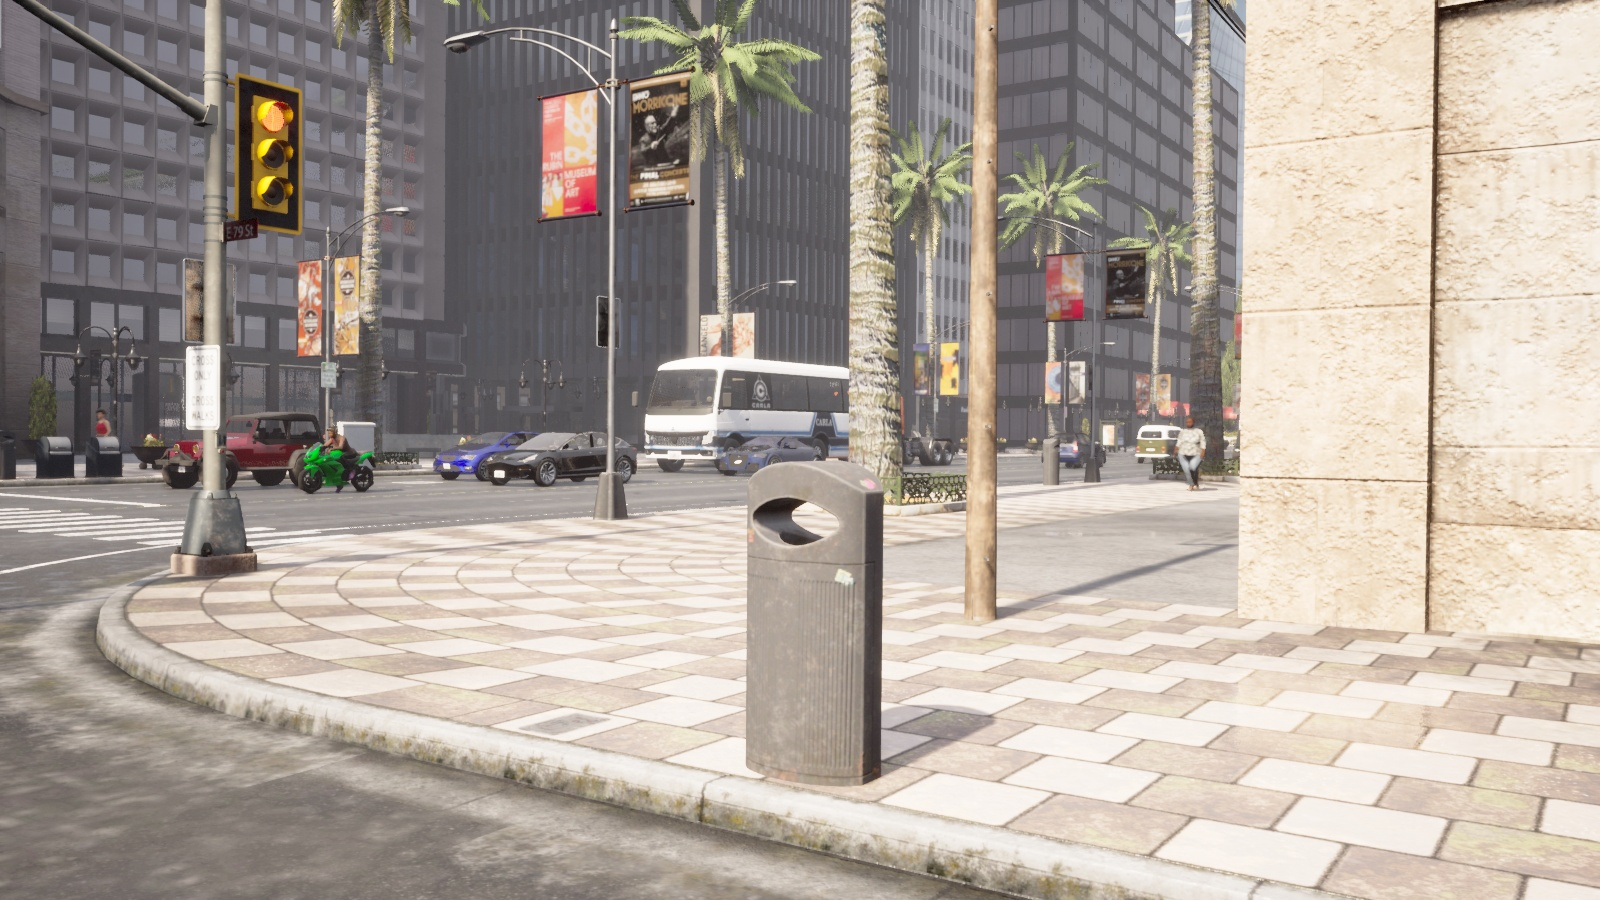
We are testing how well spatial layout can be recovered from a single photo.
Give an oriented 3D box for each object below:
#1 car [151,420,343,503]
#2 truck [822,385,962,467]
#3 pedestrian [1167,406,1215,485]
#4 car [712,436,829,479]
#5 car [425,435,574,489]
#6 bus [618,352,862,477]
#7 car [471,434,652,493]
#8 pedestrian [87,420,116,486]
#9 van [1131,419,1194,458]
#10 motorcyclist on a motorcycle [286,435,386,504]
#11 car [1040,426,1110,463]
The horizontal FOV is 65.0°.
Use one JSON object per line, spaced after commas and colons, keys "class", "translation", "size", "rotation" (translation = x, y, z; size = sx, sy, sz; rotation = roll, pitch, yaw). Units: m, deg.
{"class": "car", "translation": [-13.428, 0.230, 30.680], "size": [1.905, 1.878, 3.866], "rotation": [0, 1, 34]}
{"class": "truck", "translation": [4.364, -1.074, 57.412], "size": [2.891, 3.462, 7.936], "rotation": [0, 1, 33]}
{"class": "pedestrian", "translation": [9.345, -0.106, 30.001], "size": [0.874, 1.855, 0.900], "rotation": [0, 1, 33]}
{"class": "car", "translation": [-0.953, 0.215, 43.117], "size": [1.994, 1.385, 4.181], "rotation": [0, 1, 33]}
{"class": "car", "translation": [-8.902, 0.314, 37.493], "size": [1.816, 1.474, 4.193], "rotation": [0, 1, 34]}
{"class": "bus", "translation": [-1.975, -1.281, 47.871], "size": [3.944, 4.253, 10.273], "rotation": [0, 1, 34]}
{"class": "car", "translation": [-6.506, 0.315, 34.783], "size": [2.163, 1.488, 4.792], "rotation": [0, 1, 33]}
{"class": "pedestrian", "translation": [-19.816, 0.081, 35.630], "size": [0.345, 1.836, 0.594], "rotation": [0, 1, 23]}
{"class": "van", "translation": [19.739, -0.655, 68.203], "size": [2.069, 2.038, 4.480], "rotation": [0, 1, 33]}
{"class": "motorcyclist on a motorcycle", "translation": [-10.567, 0.418, 28.681], "size": [0.797, 1.523, 2.044], "rotation": [0, 1, 34]}
{"class": "car", "translation": [12.547, -0.264, 57.150], "size": [1.851, 1.617, 3.988], "rotation": [0, 1, 33]}
